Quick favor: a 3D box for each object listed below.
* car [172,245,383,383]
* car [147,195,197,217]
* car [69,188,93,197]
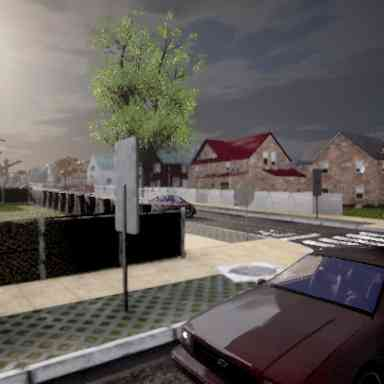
[{"bbox_3d":[2.395,1.521,4.649,5.357,1.411,2.033,-1,0,-35],"label":"car"},{"bbox_3d":[-1.478,0.925,22.726,1.994,1.385,4.181,-1,2,-35],"label":"car"},{"bbox_3d":[-13.312,0.226,39.735,2.128,1.511,4.902,-1,2,-35],"label":"car"}]
